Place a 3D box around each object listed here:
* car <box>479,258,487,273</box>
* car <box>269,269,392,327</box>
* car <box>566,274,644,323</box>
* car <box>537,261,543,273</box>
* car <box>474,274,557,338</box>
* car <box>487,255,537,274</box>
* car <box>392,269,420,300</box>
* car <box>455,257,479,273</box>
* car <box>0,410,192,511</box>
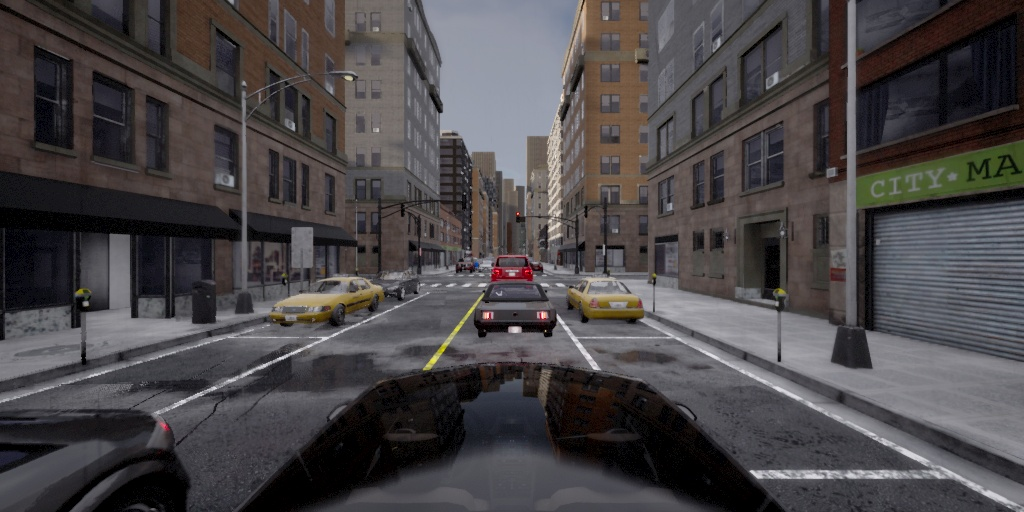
[{"bbox_3d":[-3.086,1.288,44.681,1.812,1.442,4.674,0,0,0],"label":"car"},{"bbox_3d":[-5.666,1.276,11.610,1.751,1.417,4.829,0,0,0],"label":"car"},{"bbox_3d":[2.860,1.276,11.947,1.751,1.417,4.829,0,0,0],"label":"car"},{"bbox_3d":[2.869,1.307,44.076,1.888,1.381,4.507,0,0,0],"label":"car"},{"bbox_3d":[0.084,1.351,10.187,1.895,1.301,4.718,0,0,0],"label":"car"},{"bbox_3d":[0.006,0.974,19.957,2.150,2.045,5.566,0,0,0],"label":"car"},{"bbox_3d":[-5.664,1.302,17.305,2.007,1.370,4.403,0,0,0],"label":"car"},{"bbox_3d":[-5.656,1.077,44.079,2.192,1.841,5.009,0,0,0],"label":"car"},{"bbox_3d":[-3.103,1.314,0.590,1.994,1.385,4.181,0,0,0],"label":"car"}]
